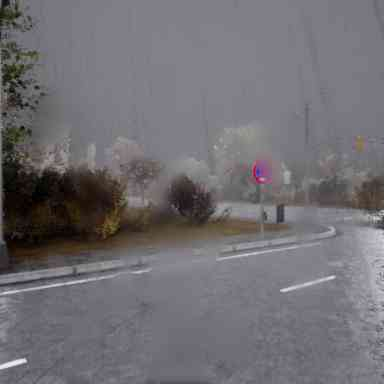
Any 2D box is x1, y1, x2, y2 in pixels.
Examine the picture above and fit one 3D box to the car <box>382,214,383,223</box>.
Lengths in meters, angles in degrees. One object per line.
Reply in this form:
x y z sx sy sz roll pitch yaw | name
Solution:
12.967 1.460 18.222 1.812 1.442 4.674 0 0 -32 | car
